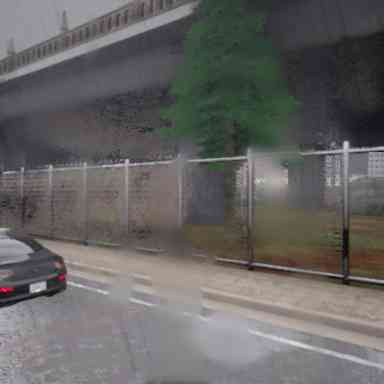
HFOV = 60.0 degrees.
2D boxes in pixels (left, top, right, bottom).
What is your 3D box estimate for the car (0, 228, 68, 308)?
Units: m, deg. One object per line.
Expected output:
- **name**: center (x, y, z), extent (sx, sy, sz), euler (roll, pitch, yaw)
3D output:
- **car**: center (-4.606, 1.513, 7.264), extent (4.674, 1.442, 1.812), euler (0, 0, 36)
